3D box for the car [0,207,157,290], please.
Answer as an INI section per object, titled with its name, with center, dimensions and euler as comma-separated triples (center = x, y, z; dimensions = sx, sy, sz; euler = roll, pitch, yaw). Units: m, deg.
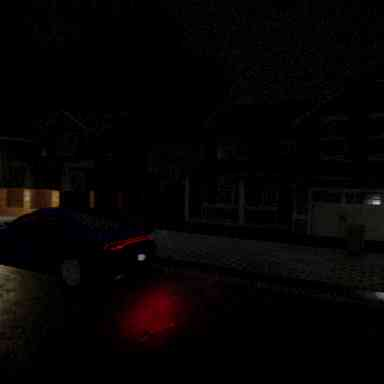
[car]
center = -3.224, 1.111, 8.066
dimensions = 5.008, 1.535, 1.882
euler = 2, 2, 28
